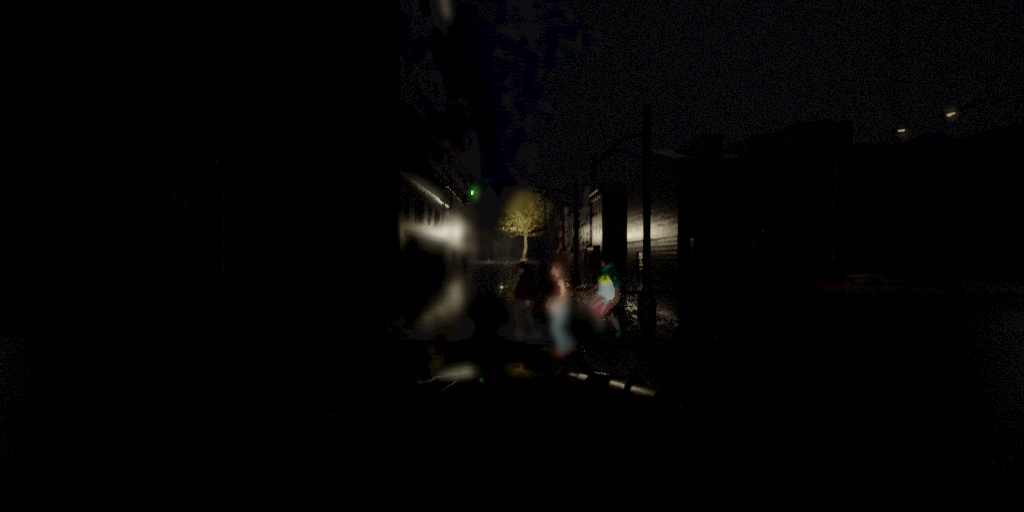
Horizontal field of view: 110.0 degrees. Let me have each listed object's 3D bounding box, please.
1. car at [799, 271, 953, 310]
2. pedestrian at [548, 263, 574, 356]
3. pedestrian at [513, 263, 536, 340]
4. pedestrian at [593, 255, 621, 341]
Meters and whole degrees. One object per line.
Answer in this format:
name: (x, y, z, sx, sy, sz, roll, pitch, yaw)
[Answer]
car: (13.906, 1.271, 13.815, 4.829, 1.417, 1.751, 0, 0, 0)
pedestrian: (0.949, 1.013, 7.066, 0.375, 1.860, 0.375, 0, 0, 0)
pedestrian: (0.286, 1.003, 8.271, 0.375, 1.860, 0.375, 0, 0, 0)
pedestrian: (2.026, 0.854, 7.665, 0.375, 1.860, 0.375, 0, 0, 0)
